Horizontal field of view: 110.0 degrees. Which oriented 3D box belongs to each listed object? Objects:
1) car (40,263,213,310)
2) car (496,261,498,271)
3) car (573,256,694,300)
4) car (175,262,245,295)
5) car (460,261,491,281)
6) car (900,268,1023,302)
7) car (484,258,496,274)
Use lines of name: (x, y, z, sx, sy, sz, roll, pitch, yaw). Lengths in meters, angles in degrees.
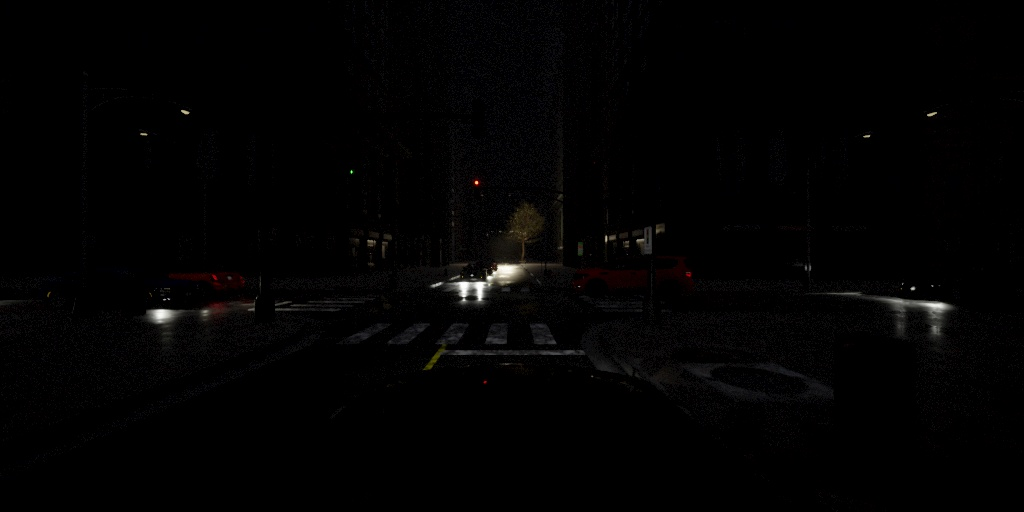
car: (-14.903, 1.176, 13.820, 5.008, 1.535, 1.882, 0, 0, 2)
car: (-3.061, 1.116, 48.321, 2.097, 1.767, 4.553, 0, 0, 0)
car: (5.777, 0.993, 17.500, 5.566, 2.045, 2.150, 0, 0, 7)
car: (-15.530, 1.054, 17.035, 4.553, 1.767, 2.097, 0, 0, 0)
car: (-3.082, 1.314, 29.605, 1.994, 1.385, 4.181, 0, 0, 0)
car: (21.435, 1.326, 16.993, 4.892, 1.490, 1.837, 1, 0, 0)
car: (-3.077, 1.232, 38.676, 1.882, 1.535, 5.008, 0, 0, 0)
